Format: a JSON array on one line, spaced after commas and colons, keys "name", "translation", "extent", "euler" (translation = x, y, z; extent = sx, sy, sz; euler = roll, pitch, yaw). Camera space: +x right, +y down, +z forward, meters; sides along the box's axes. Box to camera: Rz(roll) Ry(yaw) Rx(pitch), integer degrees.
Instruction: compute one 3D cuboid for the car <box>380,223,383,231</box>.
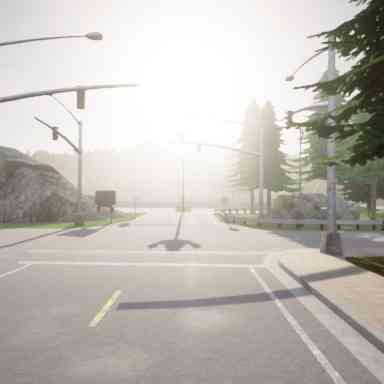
[{"name": "car", "translation": [15.036, 2.053, 21.108], "extent": [5.357, 1.411, 2.033], "euler": [0, -1, -2]}]
